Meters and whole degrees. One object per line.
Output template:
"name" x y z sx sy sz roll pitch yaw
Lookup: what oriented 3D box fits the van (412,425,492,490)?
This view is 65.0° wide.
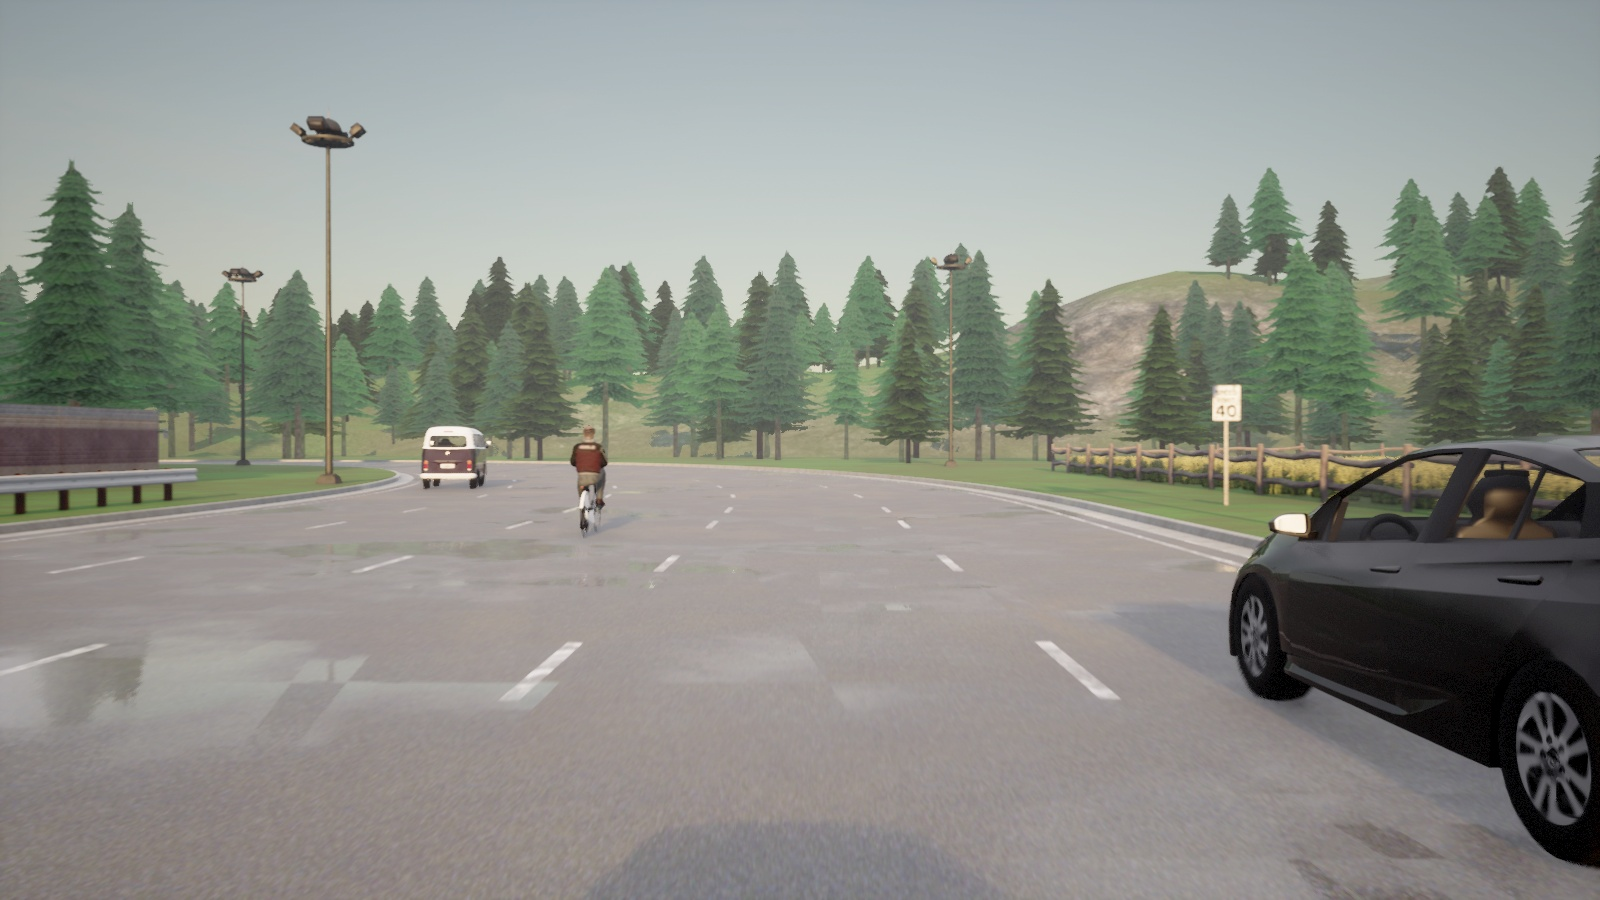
"van" -11.594 0.221 42.114 2.069 2.038 4.480 0 0 -9

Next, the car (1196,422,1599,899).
"car" 3.548 0.663 5.846 2.007 1.525 4.514 0 0 0

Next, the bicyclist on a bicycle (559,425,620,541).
"bicyclist on a bicycle" -3.370 0.499 20.217 0.659 1.776 1.843 0 1 0
